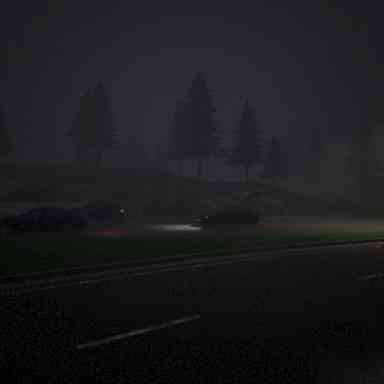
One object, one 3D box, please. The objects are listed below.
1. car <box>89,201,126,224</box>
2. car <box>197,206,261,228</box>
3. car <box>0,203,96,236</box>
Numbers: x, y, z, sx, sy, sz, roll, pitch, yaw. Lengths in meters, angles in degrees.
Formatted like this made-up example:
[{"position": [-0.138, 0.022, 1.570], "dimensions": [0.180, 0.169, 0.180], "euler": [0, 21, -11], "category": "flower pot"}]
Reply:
[{"position": [-7.338, 1.452, 25.290], "dimensions": [4.553, 1.767, 2.097], "euler": [1, 0, -8], "category": "car"}, {"position": [2.654, 1.699, 23.636], "dimensions": [4.674, 1.442, 1.812], "euler": [1, 0, -18], "category": "car"}, {"position": [-8.124, 1.525, 18.148], "dimensions": [5.008, 1.535, 1.882], "euler": [1, 0, -7], "category": "car"}]
